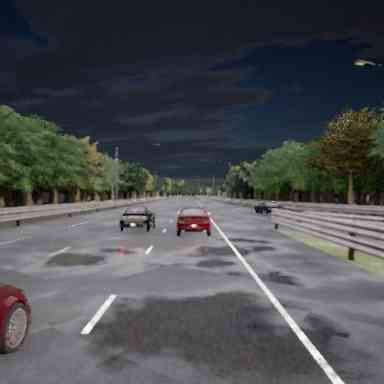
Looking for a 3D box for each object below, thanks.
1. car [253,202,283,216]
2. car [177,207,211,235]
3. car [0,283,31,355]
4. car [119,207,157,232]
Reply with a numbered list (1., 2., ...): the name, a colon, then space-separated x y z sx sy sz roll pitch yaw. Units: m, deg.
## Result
1. car: 8.628 1.876 38.174 1.882 1.535 5.008 0 -1 -10
2. car: 0.099 1.661 20.110 1.882 1.535 5.008 0 -1 0
3. car: -3.397 1.556 3.225 1.812 1.442 4.674 0 -1 0
4. car: -3.400 1.688 21.582 2.128 1.511 4.902 0 -1 0
